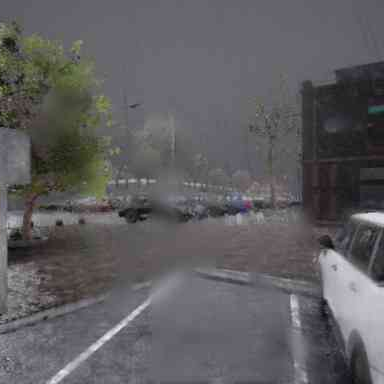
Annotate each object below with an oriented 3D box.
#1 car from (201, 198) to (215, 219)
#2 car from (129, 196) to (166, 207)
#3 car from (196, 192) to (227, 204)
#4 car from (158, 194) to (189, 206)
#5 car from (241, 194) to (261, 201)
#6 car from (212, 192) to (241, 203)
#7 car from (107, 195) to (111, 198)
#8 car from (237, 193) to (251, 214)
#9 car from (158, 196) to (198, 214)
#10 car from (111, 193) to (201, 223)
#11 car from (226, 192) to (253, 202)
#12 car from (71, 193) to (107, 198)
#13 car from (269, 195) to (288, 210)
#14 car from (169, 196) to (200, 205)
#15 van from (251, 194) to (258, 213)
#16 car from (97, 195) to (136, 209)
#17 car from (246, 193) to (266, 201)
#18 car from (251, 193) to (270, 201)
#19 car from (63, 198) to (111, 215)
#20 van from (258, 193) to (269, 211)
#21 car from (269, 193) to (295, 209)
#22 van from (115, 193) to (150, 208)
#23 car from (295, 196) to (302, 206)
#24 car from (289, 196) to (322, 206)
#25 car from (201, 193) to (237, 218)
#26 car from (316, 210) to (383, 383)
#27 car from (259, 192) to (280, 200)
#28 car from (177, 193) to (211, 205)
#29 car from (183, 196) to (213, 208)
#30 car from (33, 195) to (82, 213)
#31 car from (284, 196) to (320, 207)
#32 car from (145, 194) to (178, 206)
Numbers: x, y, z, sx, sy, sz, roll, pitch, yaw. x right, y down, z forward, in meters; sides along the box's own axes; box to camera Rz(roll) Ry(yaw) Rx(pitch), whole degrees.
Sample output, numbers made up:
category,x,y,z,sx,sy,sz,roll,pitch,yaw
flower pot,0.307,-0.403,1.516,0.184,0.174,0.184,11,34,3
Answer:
category,x,y,z,sx,sy,sz,roll,pitch,yaw
car,-0.960,1.472,26.417,4.792,1.488,2.163,1,1,14
car,-6.434,1.398,48.538,4.892,1.521,2.231,-1,-1,14
car,3.768,1.147,63.536,5.566,2.045,2.435,-1,-1,14
car,-3.012,1.272,53.527,4.553,1.767,2.185,-1,0,14
car,13.877,1.274,78.566,4.553,1.767,2.185,-1,-1,14
car,7.096,1.148,68.562,5.566,2.045,2.435,-1,0,14
car,-11.486,1.143,41.031,5.566,2.045,2.435,-1,-1,14
car,2.362,1.193,31.325,5.566,2.045,2.435,1,1,14
car,-1.452,1.293,36.160,2.097,1.767,4.553,0,0,34
car,-2.561,1.191,23.977,5.566,2.045,2.435,1,0,14
car,10.543,1.147,73.554,5.566,2.045,2.435,-1,-1,14
car,-13.236,1.142,38.520,5.566,2.045,2.435,-1,0,14
car,9.018,1.449,41.121,4.892,1.521,2.231,1,0,14
car,-1.314,1.428,56.030,4.792,1.488,2.163,-1,-1,14
van,4.162,1.222,33.750,4.442,1.987,1.878,1,0,14
car,-9.849,1.270,43.543,4.553,1.767,2.185,-1,-1,14
car,15.570,1.274,81.076,4.553,1.767,2.185,-1,-1,14
car,17.323,1.273,83.558,4.553,1.767,2.185,-1,0,14
car,-9.904,1.524,32.968,1.895,1.301,4.718,0,0,34
van,5.822,1.223,36.199,4.442,1.987,1.878,1,0,14
car,10.712,1.324,43.567,4.553,1.767,2.185,1,1,14
van,-8.239,1.172,46.056,4.442,1.987,1.878,-1,0,14
car,15.629,1.478,50.926,4.792,1.488,2.163,1,1,14
car,18.974,1.449,55.823,5.008,1.535,2.097,1,0,14
car,0.701,1.192,28.875,5.566,2.045,2.435,1,1,14
car,2.908,1.235,4.129,2.435,2.045,5.566,0,-1,15
car,20.654,1.148,88.570,5.566,2.045,2.435,-1,0,14
car,0.319,1.147,58.549,5.566,2.045,2.435,-1,0,14
car,0.946,1.442,48.818,1.882,1.535,5.008,0,0,34
car,-14.928,1.422,36.014,4.792,1.488,2.163,-1,0,14
car,17.498,1.449,53.340,5.366,1.575,1.946,1,0,14
car,-4.704,1.272,51.014,4.553,1.767,2.185,-1,0,14
